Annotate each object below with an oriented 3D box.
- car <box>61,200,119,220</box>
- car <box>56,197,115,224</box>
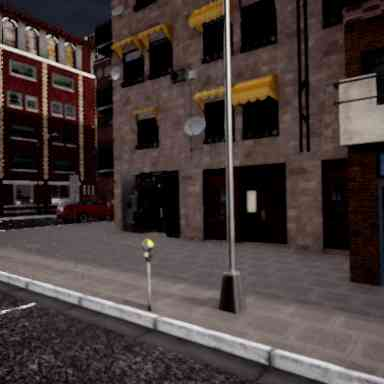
[{"bbox_3d":[-9.396,1.614,31.040,1.882,1.535,5.008,-2,0,36],"label":"car"},{"bbox_3d":[-7.335,1.284,24.159,2.192,1.841,5.009,-2,-1,36],"label":"car"}]
